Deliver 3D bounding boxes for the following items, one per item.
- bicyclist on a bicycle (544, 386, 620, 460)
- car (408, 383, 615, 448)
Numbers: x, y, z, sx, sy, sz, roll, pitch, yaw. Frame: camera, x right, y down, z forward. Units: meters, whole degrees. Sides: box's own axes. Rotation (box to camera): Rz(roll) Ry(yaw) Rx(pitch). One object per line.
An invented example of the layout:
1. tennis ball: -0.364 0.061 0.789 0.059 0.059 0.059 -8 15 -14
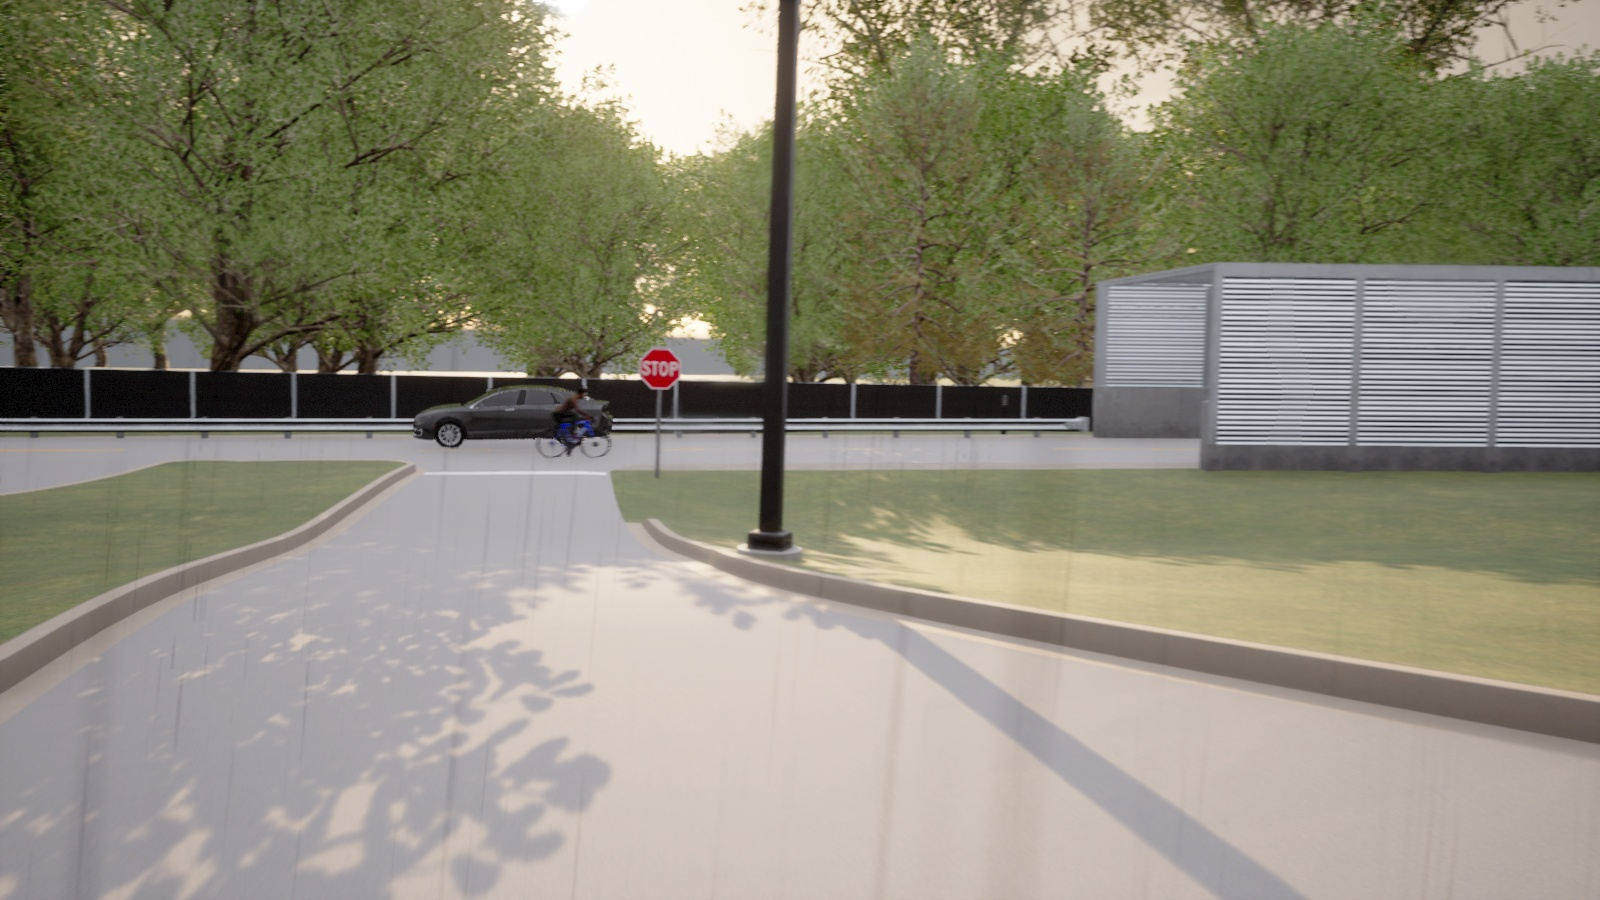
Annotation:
1. bicyclist on a bicycle: -4.908 -0.607 28.292 1.656 1.620 0.582 0 5 -9
2. car: -7.127 -0.877 31.482 4.892 1.490 1.837 0 5 -9
